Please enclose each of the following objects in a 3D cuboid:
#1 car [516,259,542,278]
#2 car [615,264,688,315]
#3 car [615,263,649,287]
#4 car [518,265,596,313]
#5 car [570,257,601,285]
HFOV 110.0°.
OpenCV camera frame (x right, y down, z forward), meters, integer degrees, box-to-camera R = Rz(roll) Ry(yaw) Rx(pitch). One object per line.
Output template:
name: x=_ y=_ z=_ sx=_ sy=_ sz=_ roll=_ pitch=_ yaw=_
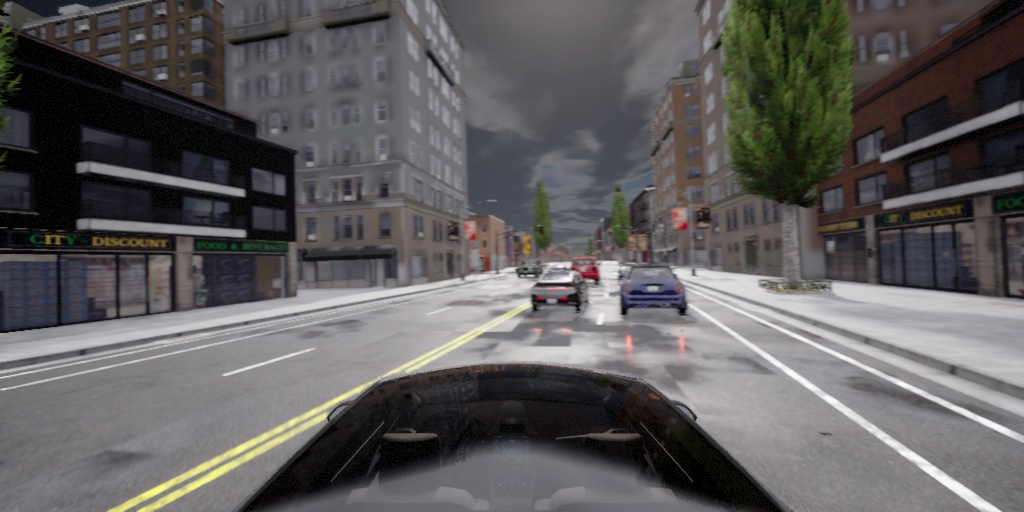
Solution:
car: x=2.073 y=1.387 z=40.280 sx=2.150 sy=2.045 sz=5.566 roll=-2 pitch=-1 yaw=14
car: x=5.129 y=1.075 z=13.554 sx=2.097 sy=1.767 sz=4.553 roll=-2 pitch=-1 yaw=17
car: x=8.594 y=1.318 z=26.132 sx=2.033 sy=1.411 sz=5.357 roll=-2 pitch=-1 yaw=15
car: x=2.041 y=1.330 z=14.548 sx=2.128 sy=1.511 sz=4.902 roll=-2 pitch=-1 yaw=16
car: x=5.729 y=1.111 z=28.014 sx=2.150 sy=2.045 sz=5.566 roll=-2 pitch=0 yaw=15
